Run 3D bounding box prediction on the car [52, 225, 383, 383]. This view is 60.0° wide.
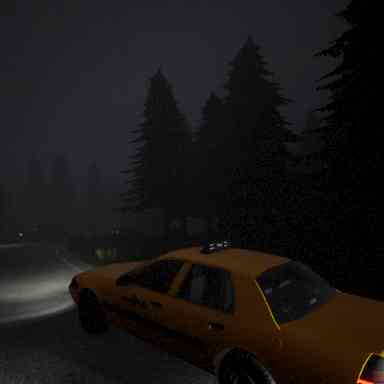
[{"bbox_3d":[0.133,1.441,4.744,5.366,1.575,1.801,0,1,43],"label":"car"}]

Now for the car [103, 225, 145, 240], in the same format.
[{"bbox_3d":[-7.431,4.510,36.965,2.033,1.411,5.357,-4,-8,20],"label":"car"}]

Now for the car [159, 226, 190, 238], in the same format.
[{"bbox_3d":[-2.308,5.544,46.271,1.882,1.535,5.008,-5,-8,30],"label":"car"}]

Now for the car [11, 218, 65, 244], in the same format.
[{"bbox_3d":[-12.739,3.225,28.136,2.150,2.045,5.566,-4,-7,7],"label":"car"}]
